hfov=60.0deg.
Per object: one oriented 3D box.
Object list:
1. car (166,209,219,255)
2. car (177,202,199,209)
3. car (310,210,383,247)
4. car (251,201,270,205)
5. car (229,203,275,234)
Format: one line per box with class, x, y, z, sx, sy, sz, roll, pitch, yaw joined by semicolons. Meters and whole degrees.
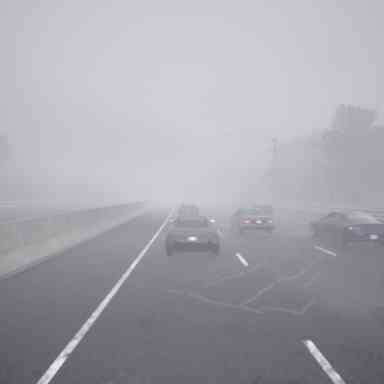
car;-0.006;1.596;13.526;1.994;1.385;4.181;0;0;-1
car;-0.353;1.638;31.051;2.128;1.511;4.902;0;-1;-2
car;6.975;1.562;15.118;1.812;1.442;4.674;0;0;-1
car;6.595;1.636;33.006;1.882;1.535;5.008;0;-1;-2
car;3.406;1.609;19.701;2.033;1.411;5.357;0;0;-1
